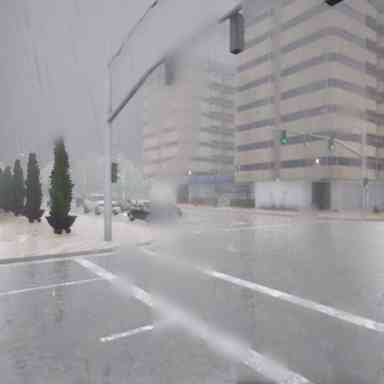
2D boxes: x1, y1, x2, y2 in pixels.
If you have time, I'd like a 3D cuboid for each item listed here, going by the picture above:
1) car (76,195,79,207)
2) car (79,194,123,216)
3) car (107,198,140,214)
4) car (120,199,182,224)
[{"bbox_3d":[-14.884,1.234,47.663,2.150,2.045,5.566,0,0,-35],"label":"car"},{"bbox_3d":[-9.114,1.224,33.254,2.150,2.045,5.566,0,1,-35],"label":"car"},{"bbox_3d":[-7.790,1.515,37.474,1.837,1.490,4.892,0,0,-35],"label":"car"},{"bbox_3d":[-3.177,1.499,24.752,2.128,1.511,4.902,0,0,-35],"label":"car"}]
